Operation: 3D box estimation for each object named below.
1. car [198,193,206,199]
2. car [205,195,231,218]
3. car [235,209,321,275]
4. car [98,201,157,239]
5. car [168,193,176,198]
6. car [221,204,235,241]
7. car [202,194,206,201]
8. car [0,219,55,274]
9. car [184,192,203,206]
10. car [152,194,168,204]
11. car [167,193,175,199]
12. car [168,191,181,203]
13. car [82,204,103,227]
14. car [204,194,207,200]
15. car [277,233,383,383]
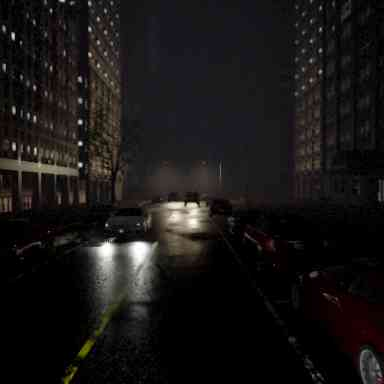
[{"bbox_3d":[2.711,0.999,89.292,2.008,1.369,4.403,-1,0,0],"label":"car"},{"bbox_3d":[2.369,1.307,28.485,1.882,1.535,5.008,0,0,0],"label":"car"},{"bbox_3d":[2.685,1.378,10.294,1.967,1.590,4.097,-1,0,0],"label":"car"},{"bbox_3d":[-3.095,1.425,16.857,1.812,1.442,4.674,0,0,0],"label":"car"},{"bbox_3d":[-5.667,0.994,94.917,1.802,1.307,4.206,-1,0,0],"label":"car"},{"bbox_3d":[2.688,1.470,15.937,1.947,1.339,4.313,-1,0,0],"label":"car"},{"bbox_3d":[2.696,1.258,44.321,1.752,1.417,4.829,-1,0,0],"label":"car"},{"bbox_3d":[-5.694,1.520,10.299,1.802,1.307,4.206,-1,0,0],"label":"car"},{"bbox_3d":[0.016,0.939,46.867,2.150,2.045,5.566,0,0,0],"label":"car"},{"bbox_3d":[-5.681,1.214,55.428,2.008,1.369,4.403,-1,0,0],"label":"car"},{"bbox_3d":[-5.670,0.975,89.106,1.752,1.417,4.829,-1,0,0],"label":"car"},{"bbox_3d":[-3.037,0.871,57.702,2.150,2.045,5.566,0,0,1],"label":"car"},{"bbox_3d":[-5.692,1.437,21.581,1.947,1.339,4.313,-1,0,0],"label":"car"},{"bbox_3d":[2.695,1.313,38.508,1.887,1.381,4.507,-1,0,0],"label":"car"},{"bbox_3d":[2.684,1.554,4.653,1.802,1.307,4.206,-1,0,0],"label":"car"}]
